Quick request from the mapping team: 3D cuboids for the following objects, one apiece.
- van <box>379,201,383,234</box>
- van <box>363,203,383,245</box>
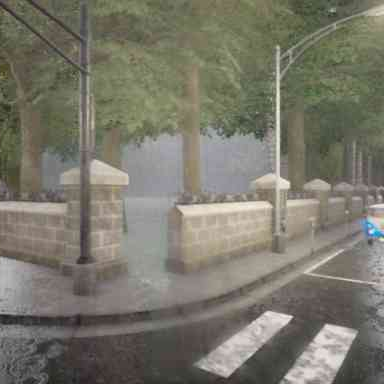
[{"bbox_3d":[12.361,1.439,19.724,1.690,1.788,3.998,0,0,36],"label":"van"},{"bbox_3d":[9.013,1.421,15.163,1.690,1.788,3.998,0,0,36],"label":"van"}]
